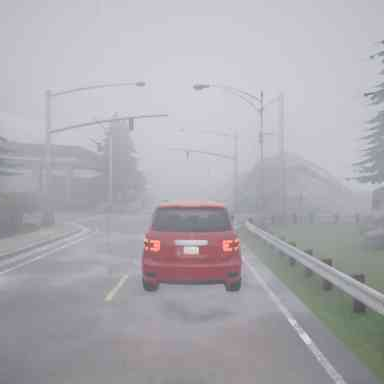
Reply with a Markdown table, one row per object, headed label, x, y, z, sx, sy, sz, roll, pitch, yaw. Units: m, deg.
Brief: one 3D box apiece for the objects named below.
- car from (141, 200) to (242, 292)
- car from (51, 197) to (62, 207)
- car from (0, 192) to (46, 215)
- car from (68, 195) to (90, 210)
| label | x | y | z | sx | sy | sz | roll | pitch | yaw |
| --- | --- | --- | --- | --- | --- | --- | --- | --- | --- |
| car | 0.018 | 1.220 | 9.095 | 2.150 | 2.045 | 5.566 | 0 | 0 | 1 |
| car | -20.267 | 1.475 | 47.419 | 2.242 | 1.667 | 4.611 | 0 | 0 | -1 |
| car | -16.257 | 1.029 | 29.286 | 5.566 | 2.045 | 2.150 | 0 | 1 | 6 |
| car | -14.557 | 1.308 | 43.145 | 1.905 | 1.878 | 3.866 | 0 | 0 | -1 |
